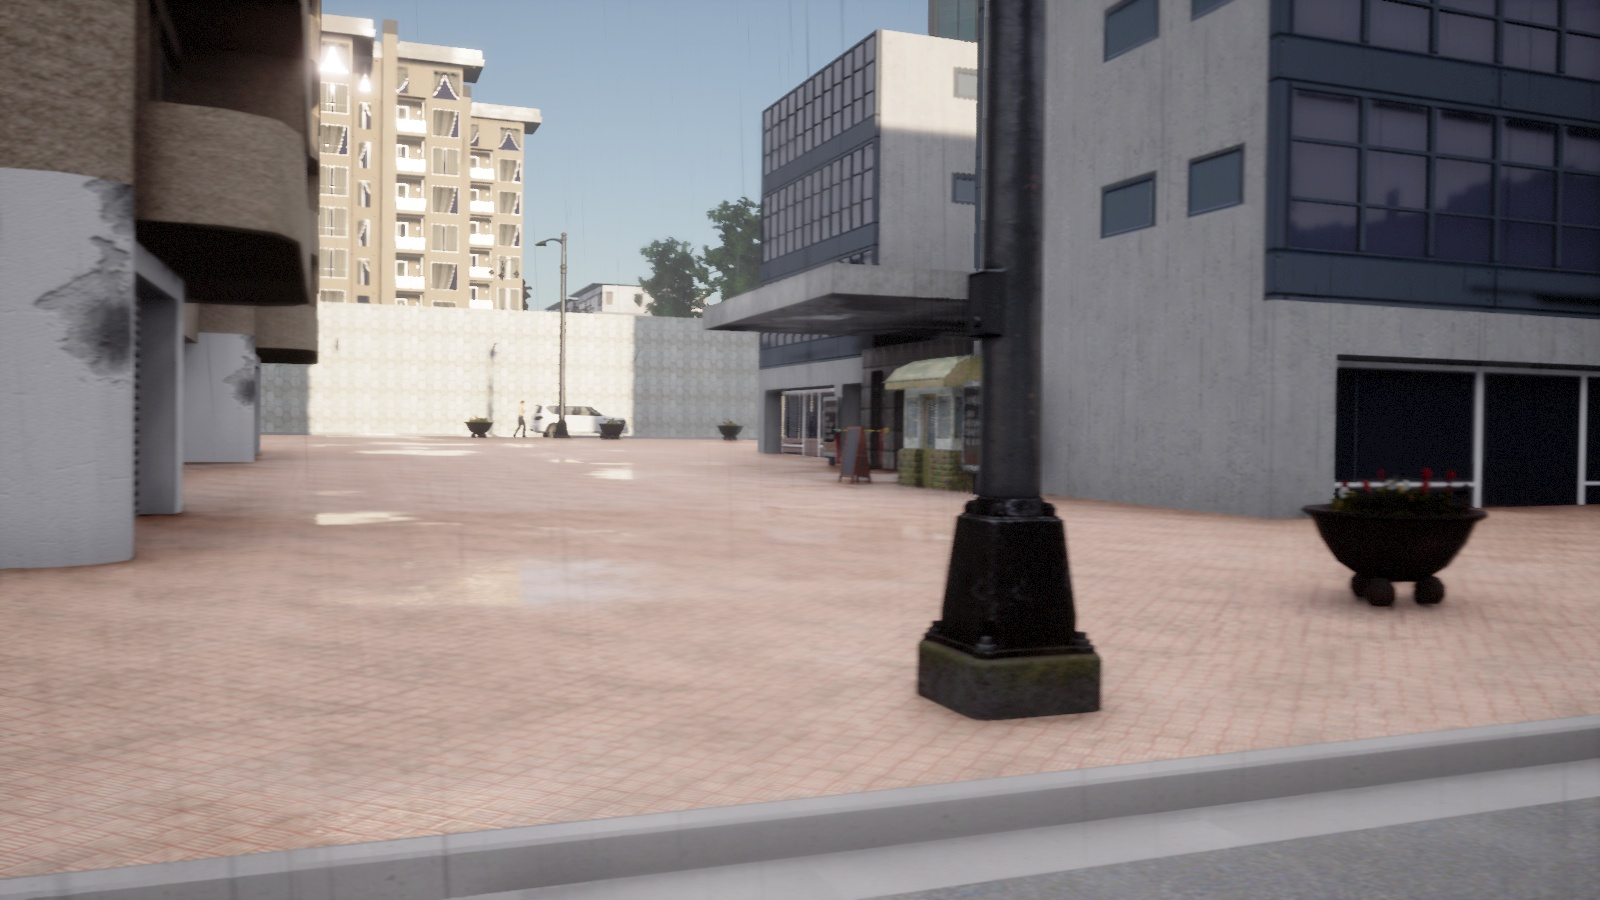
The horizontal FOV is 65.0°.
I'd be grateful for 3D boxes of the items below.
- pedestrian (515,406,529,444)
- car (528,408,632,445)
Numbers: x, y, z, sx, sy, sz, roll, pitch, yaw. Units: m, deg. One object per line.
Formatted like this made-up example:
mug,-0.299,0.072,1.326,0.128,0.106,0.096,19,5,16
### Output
pedestrian,-13.443,-1.225,60.735,0.594,1.836,0.345,0,1,12
car,-12.571,-1.337,71.741,5.566,2.045,2.150,-1,1,-19
